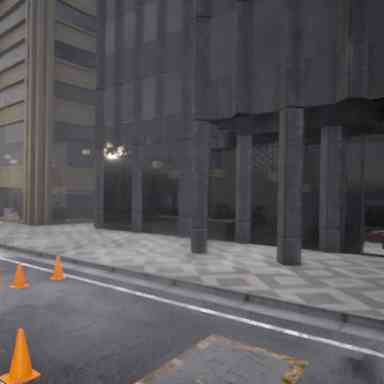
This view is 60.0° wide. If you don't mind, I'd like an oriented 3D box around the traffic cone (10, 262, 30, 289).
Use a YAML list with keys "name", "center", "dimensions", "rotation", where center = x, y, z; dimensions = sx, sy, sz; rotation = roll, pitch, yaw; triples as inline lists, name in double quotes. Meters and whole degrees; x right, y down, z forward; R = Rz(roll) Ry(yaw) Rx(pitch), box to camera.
- name: "traffic cone"
  center: [-4.156, 1.989, 8.045]
  dimensions: [0.340, 0.580, 0.340]
  rotation: [0, 0, 36]

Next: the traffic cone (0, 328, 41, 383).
- name: "traffic cone"
  center: [-2.098, 1.973, 4.075]
  dimensions: [0.340, 0.580, 0.340]
  rotation: [0, 0, 36]

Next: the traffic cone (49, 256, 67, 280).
- name: "traffic cone"
  center: [-3.568, 1.993, 8.854]
  dimensions: [0.340, 0.580, 0.340]
  rotation: [0, 0, 36]
